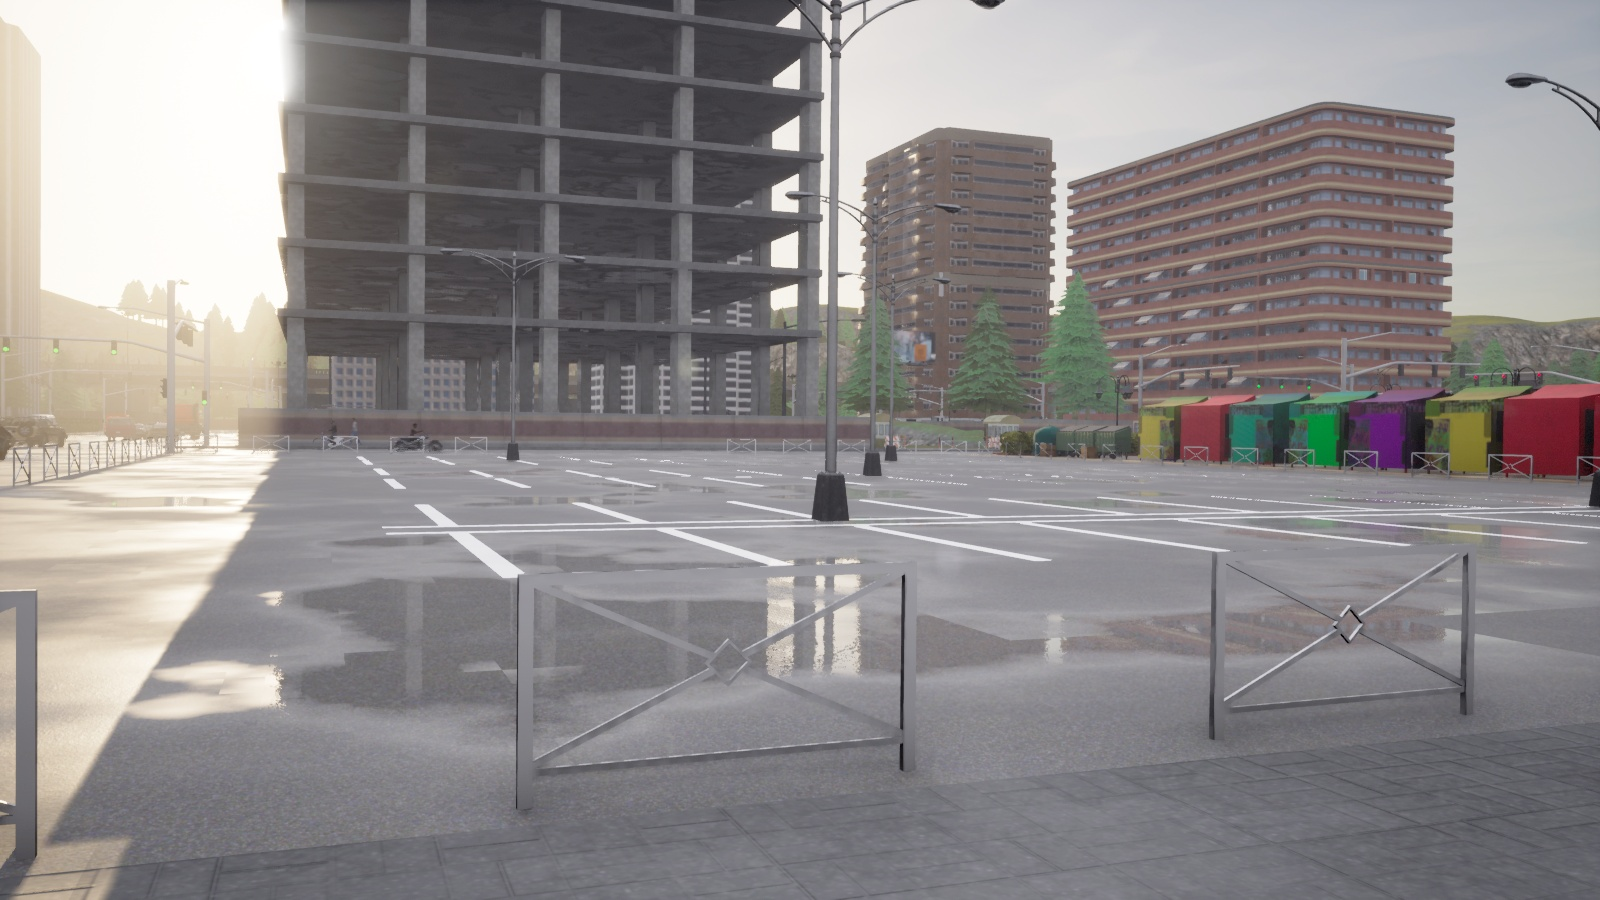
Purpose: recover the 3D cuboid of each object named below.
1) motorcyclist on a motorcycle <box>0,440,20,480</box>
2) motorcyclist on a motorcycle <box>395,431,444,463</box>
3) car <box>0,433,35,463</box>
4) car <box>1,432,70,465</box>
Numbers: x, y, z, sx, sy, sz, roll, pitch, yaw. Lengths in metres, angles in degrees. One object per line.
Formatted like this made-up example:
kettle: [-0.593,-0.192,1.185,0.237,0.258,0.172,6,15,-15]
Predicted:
motorcyclist on a motorcycle: [-30.758,0.380,48.277,0.866,1.530,2.191,-1,1,-21]
motorcyclist on a motorcycle: [-19.783,-0.156,65.302,2.350,1.649,0.766,-1,1,-21]
car: [-51.124,-0.155,81.270,1.932,1.855,4.605,-1,1,-21]
car: [-44.285,-0.102,72.839,1.932,1.855,4.605,-1,0,-11]
